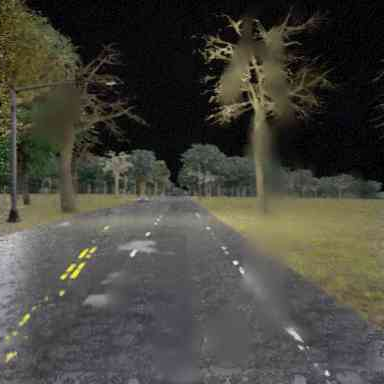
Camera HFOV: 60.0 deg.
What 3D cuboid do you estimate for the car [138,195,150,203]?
[{"bbox_3d":[-9.453,1.335,65.736,2.097,1.767,4.553,0,0,-2],"label":"car"}]
